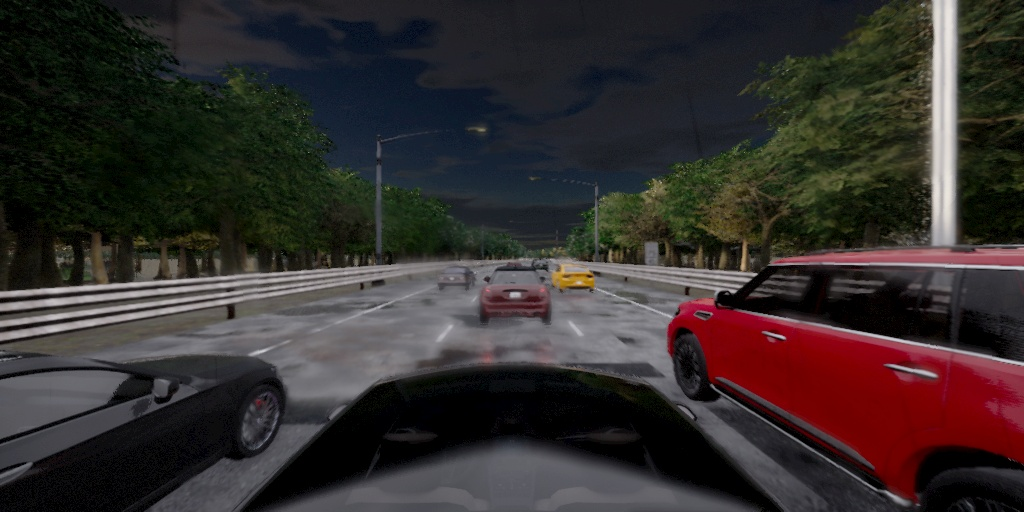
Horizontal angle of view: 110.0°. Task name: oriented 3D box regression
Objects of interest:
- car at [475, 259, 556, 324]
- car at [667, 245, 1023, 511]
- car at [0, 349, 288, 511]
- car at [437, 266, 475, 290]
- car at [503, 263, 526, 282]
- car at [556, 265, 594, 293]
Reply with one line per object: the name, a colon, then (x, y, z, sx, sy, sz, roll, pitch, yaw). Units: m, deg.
car: (0.105, 1.116, 12.156, 2.097, 1.767, 4.553, 0, 0, 0)
car: (3.502, 0.953, 3.261, 2.150, 2.045, 5.566, 0, 0, 0)
car: (-3.413, 1.276, 2.062, 1.812, 1.442, 4.674, 0, 0, 0)
car: (-3.374, 1.339, 22.675, 2.033, 1.411, 5.357, 0, 0, 0)
car: (0.195, 1.346, 30.419, 1.812, 1.442, 4.674, 0, 0, 1)
car: (3.519, 1.258, 21.239, 1.882, 1.535, 5.008, 0, 0, 0)
